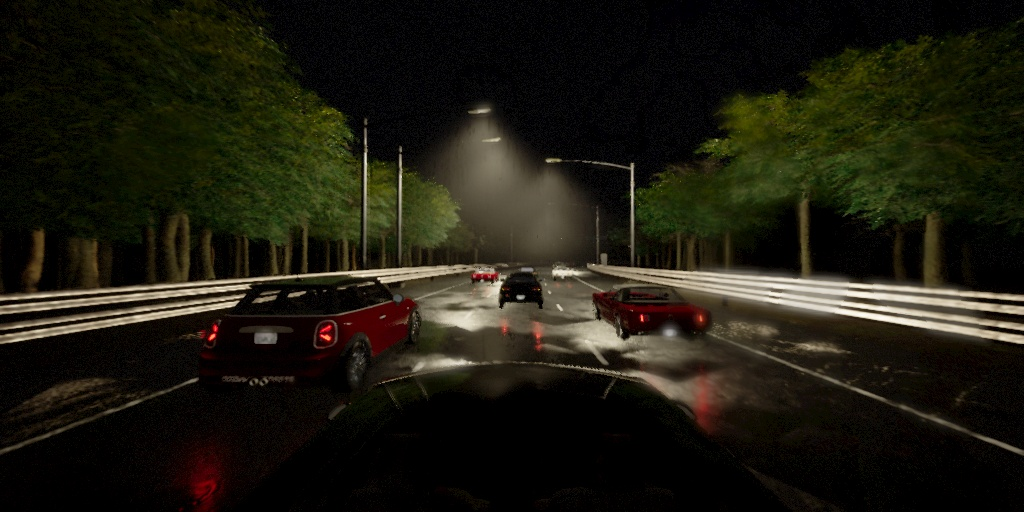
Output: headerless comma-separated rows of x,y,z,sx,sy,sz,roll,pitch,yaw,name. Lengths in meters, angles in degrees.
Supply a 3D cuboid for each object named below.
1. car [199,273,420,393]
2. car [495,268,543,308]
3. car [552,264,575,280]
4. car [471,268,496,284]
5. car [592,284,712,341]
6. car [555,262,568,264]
-3.313,1.167,6.991,2.097,1.767,4.553,0,-1,1,car
0.432,1.463,16.256,1.812,1.442,4.674,0,-1,2,car
5.185,1.812,37.380,1.895,1.301,4.718,0,-1,5,car
-2.238,1.726,31.119,1.895,1.301,4.718,0,-1,4,car
3.618,1.464,10.303,1.895,1.301,4.718,0,-1,1,car
7.740,1.824,58.677,2.097,1.767,4.553,0,-1,8,car
